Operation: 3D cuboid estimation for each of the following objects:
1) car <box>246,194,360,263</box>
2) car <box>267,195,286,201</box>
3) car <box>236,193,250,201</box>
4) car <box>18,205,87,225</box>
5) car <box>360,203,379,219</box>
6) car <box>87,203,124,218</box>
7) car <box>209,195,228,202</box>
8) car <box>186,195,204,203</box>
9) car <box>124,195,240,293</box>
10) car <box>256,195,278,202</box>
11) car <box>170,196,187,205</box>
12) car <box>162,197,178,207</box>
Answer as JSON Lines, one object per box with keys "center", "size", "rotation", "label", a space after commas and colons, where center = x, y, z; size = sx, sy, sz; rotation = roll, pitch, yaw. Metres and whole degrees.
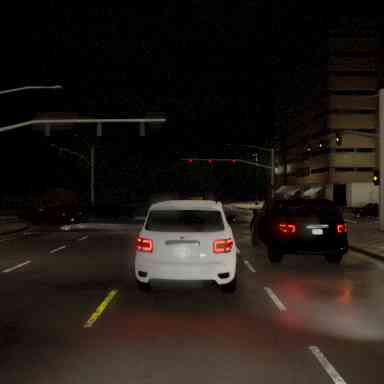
{"center": [3.576, 1.221, 12.116], "size": [2.150, 2.045, 5.566], "rotation": [0, 0, 0], "label": "car"}
{"center": [21.827, 1.524, 86.198], "size": [4.674, 1.442, 1.812], "rotation": [0, 0, -22], "label": "car"}
{"center": [13.060, 1.225, 80.679], "size": [5.566, 2.045, 2.150], "rotation": [0, 0, -41], "label": "car"}
{"center": [-10.176, 1.622, 23.933], "size": [4.718, 1.301, 1.895], "rotation": [-1, 0, 27], "label": "car"}
{"center": [16.947, 1.656, 29.415], "size": [4.718, 1.301, 1.895], "rotation": [0, 0, 0], "label": "car"}
{"center": [-7.328, 1.622, 29.278], "size": [4.718, 1.301, 1.895], "rotation": [0, 0, 0], "label": "car"}
{"center": [6.367, 1.525, 78.940], "size": [2.128, 1.511, 4.902], "rotation": [0, 0, 38], "label": "car"}
{"center": [0.651, 1.477, 70.309], "size": [1.882, 1.535, 5.008], "rotation": [0, 0, 23], "label": "car"}
{"center": [0.015, 1.221, 9.090], "size": [2.150, 2.045, 5.566], "rotation": [0, 0, 4], "label": "car"}
{"center": [18.189, 1.539, 80.172], "size": [5.357, 1.411, 2.033], "rotation": [0, 0, -34], "label": "car"}
{"center": [-2.436, 1.504, 60.782], "size": [1.837, 1.490, 4.892], "rotation": [0, 0, 13], "label": "car"}
{"center": [-3.371, 1.504, 51.545], "size": [1.837, 1.490, 4.892], "rotation": [0, 0, 3], "label": "car"}
